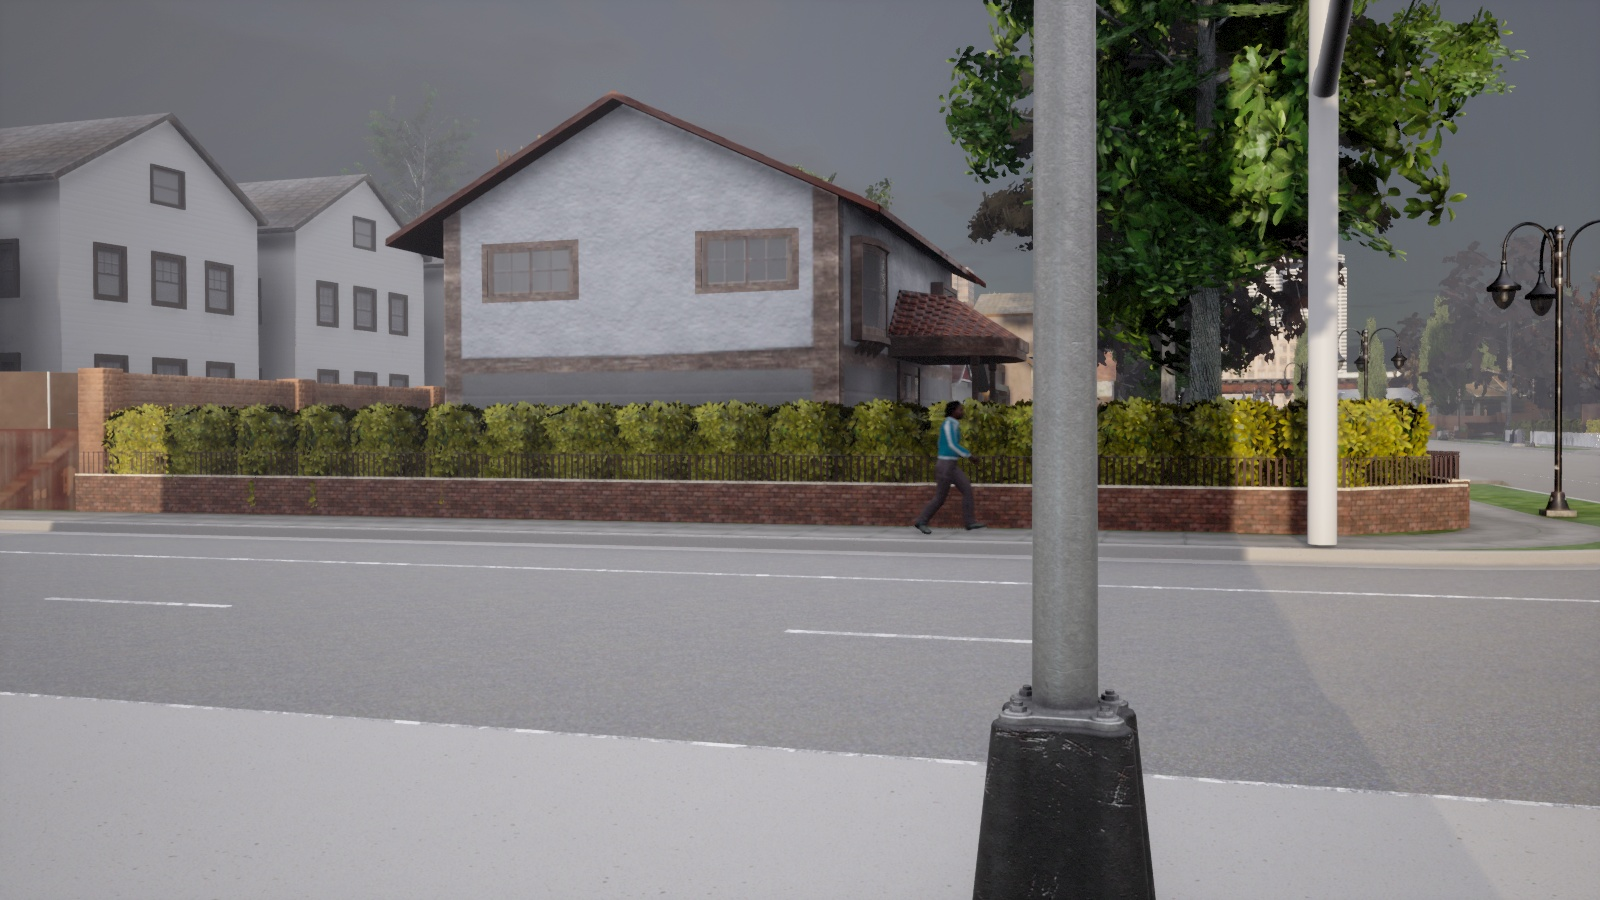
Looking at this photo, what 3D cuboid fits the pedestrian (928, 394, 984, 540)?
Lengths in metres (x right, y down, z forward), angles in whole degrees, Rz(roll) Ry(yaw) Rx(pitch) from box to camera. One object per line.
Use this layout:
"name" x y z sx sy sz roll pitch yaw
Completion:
"pedestrian" 2.097 0.219 16.890 0.692 1.930 0.396 0 1 16
